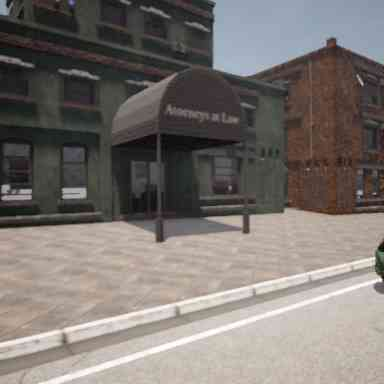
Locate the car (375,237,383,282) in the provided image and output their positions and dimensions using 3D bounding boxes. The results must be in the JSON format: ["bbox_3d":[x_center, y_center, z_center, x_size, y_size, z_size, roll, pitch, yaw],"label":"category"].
[{"bbox_3d":[6.787,1.223,8.215,5.566,2.045,2.150,0,0,-35],"label":"car"}]
